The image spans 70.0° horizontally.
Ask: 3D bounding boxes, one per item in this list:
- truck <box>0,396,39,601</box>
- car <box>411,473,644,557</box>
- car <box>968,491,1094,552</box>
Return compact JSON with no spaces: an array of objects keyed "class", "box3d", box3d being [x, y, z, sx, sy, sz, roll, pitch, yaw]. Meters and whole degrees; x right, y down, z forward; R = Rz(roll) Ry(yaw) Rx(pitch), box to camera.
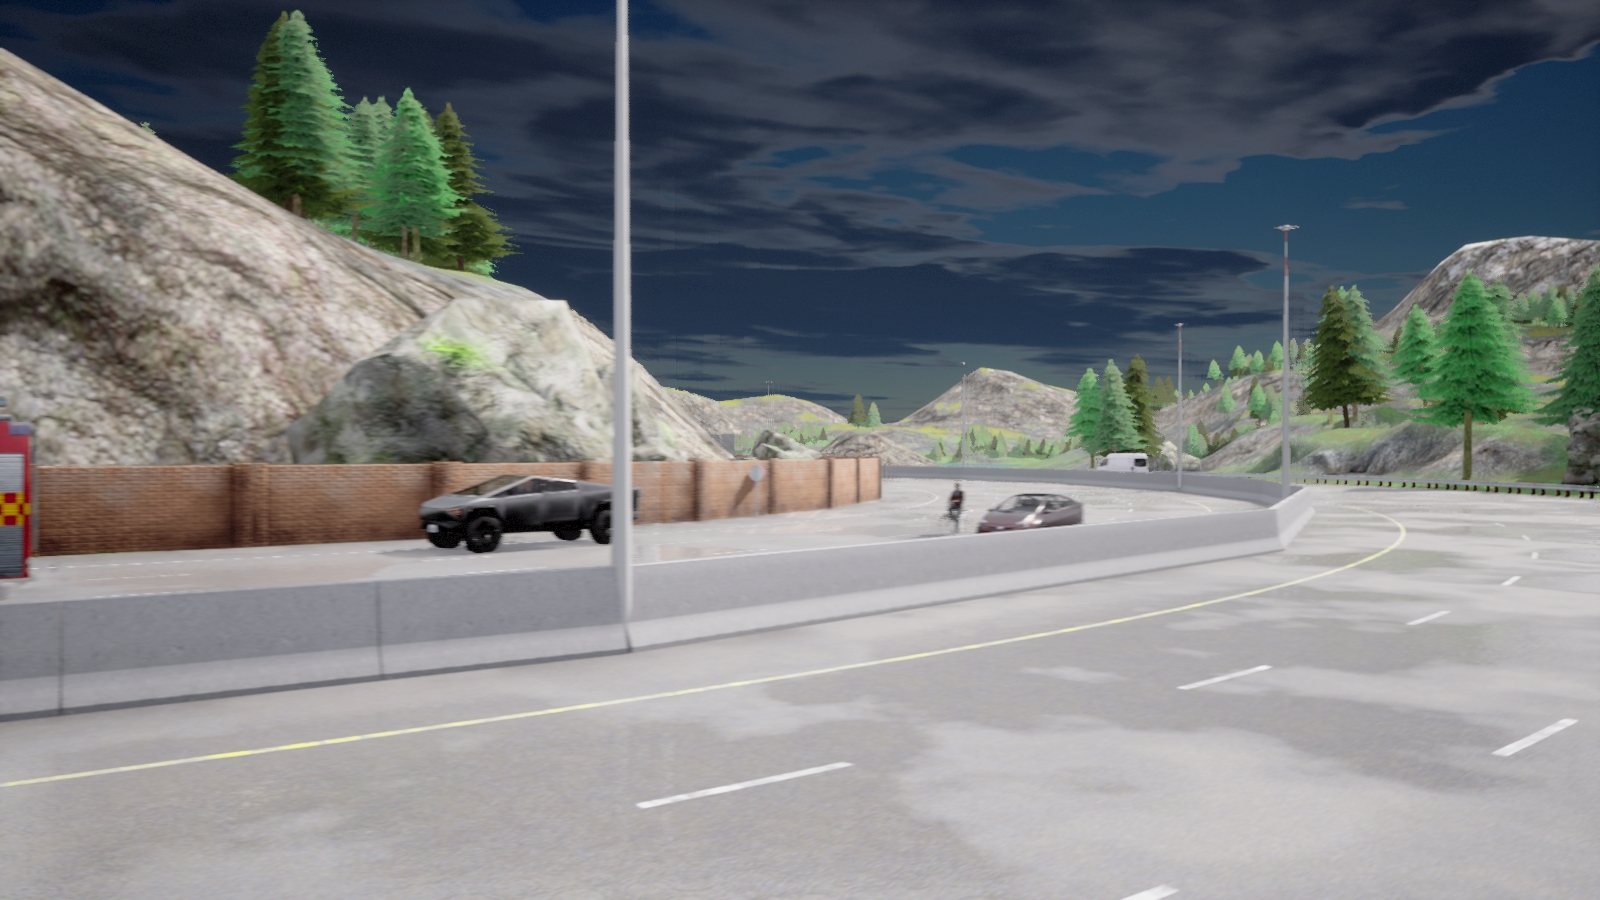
[{"class":"truck","box3d":[-18.758,0.903,20.500,8.468,3.827,2.891,0,0,-34]},{"class":"car","box3d":[-7.790,1.777,33.211,2.390,2.098,6.274,0,0,44]},{"class":"car","box3d":[6.995,2.067,34.217,2.007,1.525,4.514,0,0,36]}]
